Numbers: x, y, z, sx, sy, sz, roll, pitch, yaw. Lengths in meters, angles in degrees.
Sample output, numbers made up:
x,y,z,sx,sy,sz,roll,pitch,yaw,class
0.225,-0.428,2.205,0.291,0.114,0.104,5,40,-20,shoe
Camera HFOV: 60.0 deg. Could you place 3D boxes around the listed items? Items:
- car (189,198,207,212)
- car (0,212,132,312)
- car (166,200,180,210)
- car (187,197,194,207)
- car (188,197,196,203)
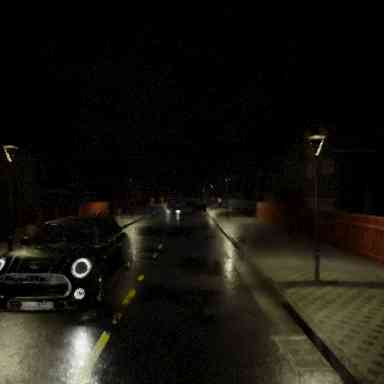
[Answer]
x,y,z,sx,sy,sz,roll,pitch,yaw,class
0.938,1.872,44.130,1.882,1.535,5.008,0,0,0,car
-2.856,1.429,8.094,2.097,1.767,4.553,0,-1,0,car
-2.847,1.977,51.164,1.812,1.442,4.674,0,-1,0,car
-0.033,2.017,62.178,1.882,1.535,5.008,0,0,0,car
-0.044,2.030,82.666,1.812,1.442,4.674,0,0,0,car
